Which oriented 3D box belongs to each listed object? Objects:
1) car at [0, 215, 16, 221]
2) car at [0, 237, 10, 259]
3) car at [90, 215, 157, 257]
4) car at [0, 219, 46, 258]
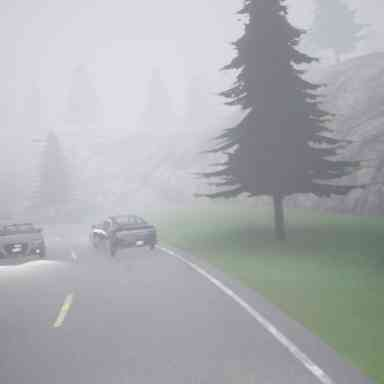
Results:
[{"bbox_3d":[-14.333,2.511,25.148,2.128,1.511,4.902,-3,0,-42],"label":"car"},{"bbox_3d":[-4.318,1.797,4.552,1.837,1.490,4.892,-4,0,-13],"label":"car"},{"bbox_3d":[-3.112,1.758,14.438,2.128,1.511,4.902,-3,-1,-29],"label":"car"},{"bbox_3d":[-7.576,2.109,14.597,1.994,1.385,4.181,-4,0,-25],"label":"car"}]
